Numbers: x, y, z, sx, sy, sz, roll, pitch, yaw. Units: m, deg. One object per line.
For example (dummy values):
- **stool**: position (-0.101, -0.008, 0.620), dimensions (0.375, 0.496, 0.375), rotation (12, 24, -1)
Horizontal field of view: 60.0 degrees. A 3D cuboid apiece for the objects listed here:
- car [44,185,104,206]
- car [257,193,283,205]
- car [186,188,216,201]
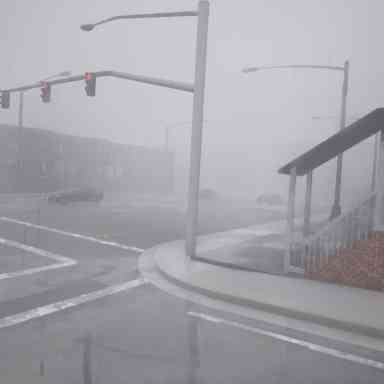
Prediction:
- **car**: position (-9.345, 0.214, 26.678), dimensions (2.128, 1.511, 4.902), rotation (5, 3, 36)
- **car**: position (9.617, 0.779, 40.768), dimensions (1.994, 1.385, 4.181), rotation (5, 3, 36)
- **car**: position (1.179, 0.234, 41.299), dimensions (1.837, 1.490, 4.892), rotation (5, 3, 36)
